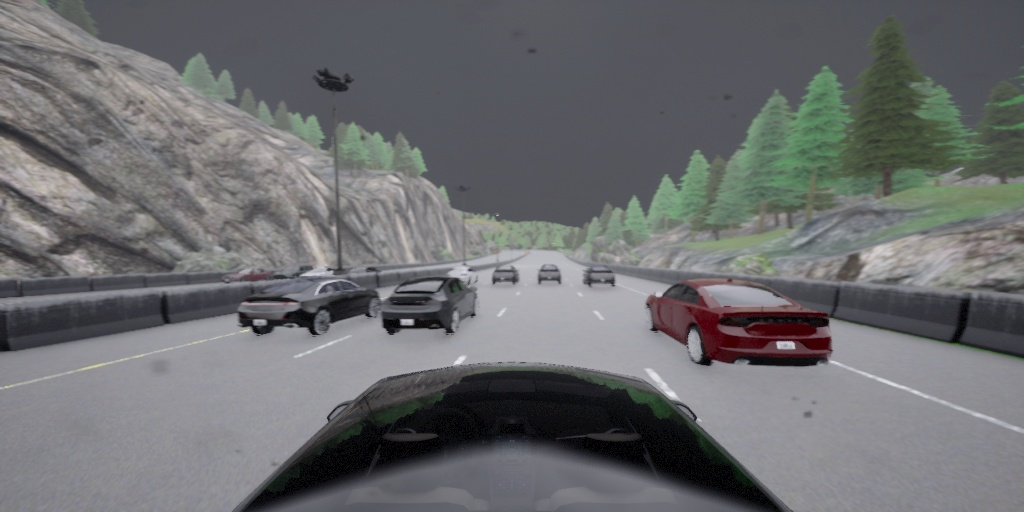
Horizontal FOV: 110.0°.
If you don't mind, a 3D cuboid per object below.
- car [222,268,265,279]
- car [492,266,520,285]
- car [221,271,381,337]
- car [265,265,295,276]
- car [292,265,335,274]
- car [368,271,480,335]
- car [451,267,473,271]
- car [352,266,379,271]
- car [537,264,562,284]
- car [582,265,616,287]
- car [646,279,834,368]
[{"bbox_3d":[-24.816,1.877,33.818,1.812,1.442,4.674,-1,-1,6],"label":"car"},{"bbox_3d":[-0.457,1.525,29.352,2.128,1.511,4.902,-1,-1,6],"label":"car"},{"bbox_3d":[-5.811,1.400,11.032,2.128,1.511,4.902,-1,-1,6],"label":"car"},{"bbox_3d":[-21.178,1.676,35.137,2.097,1.767,4.553,-1,-1,6],"label":"car"},{"bbox_3d":[-17.822,1.796,33.529,1.812,1.442,4.674,-1,-1,6],"label":"car"},{"bbox_3d":[-2.290,1.374,11.070,1.837,1.490,4.892,-1,-1,6],"label":"car"},{"bbox_3d":[-4.011,1.595,28.973,1.812,1.442,4.674,-1,-1,6],"label":"car"},{"bbox_3d":[-14.244,1.741,34.137,1.837,1.490,4.892,-1,-1,6],"label":"car"},{"bbox_3d":[3.085,1.488,29.592,2.128,1.511,4.902,-1,-1,6],"label":"car"},{"bbox_3d":[6.250,1.417,26.080,2.128,1.511,4.902,-1,-1,6],"label":"car"},{"bbox_3d":[4.431,1.241,7.943,1.882,1.535,5.008,-1,-1,6],"label":"car"}]
